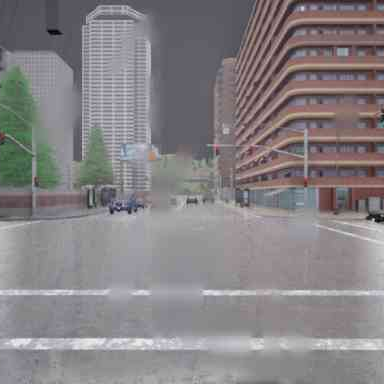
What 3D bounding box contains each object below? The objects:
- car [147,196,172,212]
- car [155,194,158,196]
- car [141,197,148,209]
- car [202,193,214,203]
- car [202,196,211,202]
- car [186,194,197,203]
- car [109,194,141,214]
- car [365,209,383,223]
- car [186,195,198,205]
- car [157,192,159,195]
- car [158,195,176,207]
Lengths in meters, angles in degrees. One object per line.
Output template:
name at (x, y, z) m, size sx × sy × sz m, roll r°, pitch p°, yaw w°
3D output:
car at (-3.648, 1.526, 38.279) m, size 1.812 × 1.442 × 4.674 m, roll 0°, pitch 0°, yaw 0°
car at (-7.158, 1.526, 56.646) m, size 1.812 × 1.442 × 4.674 m, roll 0°, pitch 0°, yaw 0°
car at (-7.159, 1.547, 45.470) m, size 2.033 × 1.411 × 5.357 m, roll 0°, pitch 0°, yaw 0°
car at (3.410, 1.221, 68.701) m, size 2.150 × 2.045 × 5.566 m, roll 0°, pitch 0°, yaw 0°
car at (3.397, 1.576, 78.268) m, size 1.895 × 1.301 × 4.718 m, roll 0°, pitch 0°, yaw 0°
car at (-0.091, 1.352, 69.487) m, size 2.097 × 1.767 × 4.553 m, roll 0°, pitch 0°, yaw 0°
car at (-7.147, 1.222, 35.220) m, size 2.150 × 2.045 × 5.566 m, roll 0°, pitch 0°, yaw 0°
car at (15.001, 1.492, 23.271) m, size 5.357 × 1.411 × 2.033 m, roll 0°, pitch 0°, yaw -12°
car at (0.024, 1.477, 59.495) m, size 1.882 × 1.535 × 5.008 m, roll 0°, pitch 0°, yaw 0°
car at (-7.092, 1.348, 70.087) m, size 2.097 × 1.767 × 4.553 m, roll 0°, pitch 0°, yaw 0°
car at (-3.654, 1.525, 47.685) m, size 1.812 × 1.442 × 4.674 m, roll 0°, pitch 0°, yaw 0°
